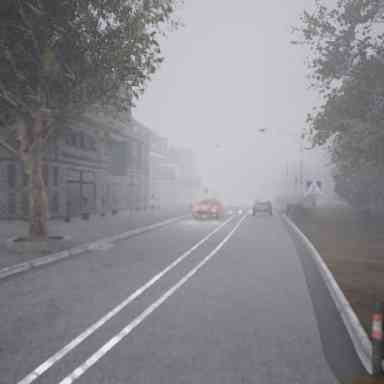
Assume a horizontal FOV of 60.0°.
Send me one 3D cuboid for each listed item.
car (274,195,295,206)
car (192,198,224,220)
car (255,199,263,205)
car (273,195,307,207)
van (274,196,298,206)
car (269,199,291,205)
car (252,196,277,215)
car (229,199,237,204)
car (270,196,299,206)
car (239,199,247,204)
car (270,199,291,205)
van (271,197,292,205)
[{"bbox_3d":[17.809,1.602,59.047,5.566,2.045,2.435,1,-2,-9],"label":"car"},{"bbox_3d":[1.449,1.328,28.156,2.097,1.767,4.553,0,0,13],"label":"car"},{"bbox_3d":[17.837,2.581,88.679,2.033,1.411,5.357,0,-1,10],"label":"car"},{"bbox_3d":[18.292,1.676,61.934,5.566,2.045,2.435,1,-1,-10],"label":"car"},{"bbox_3d":[20.035,1.929,70.700,4.442,1.987,1.878,1,-2,-10],"label":"van"},{"bbox_3d":[23.313,2.562,88.174,5.366,1.575,1.946,1,-1,-10],"label":"car"},{"bbox_3d":[7.114,1.473,33.514,2.128,1.511,4.902,0,0,12],"label":"car"},{"bbox_3d":[11.001,2.590,89.930,1.994,1.385,4.181,0,-1,10],"label":"car"},{"bbox_3d":[20.488,1.973,73.592,5.566,2.045,2.435,1,-1,-10],"label":"car"},{"bbox_3d":[13.758,2.567,89.441,1.812,1.442,4.674,0,-1,10],"label":"car"},{"bbox_3d":[22.620,2.527,85.235,4.792,1.488,2.163,1,-1,-10],"label":"car"},{"bbox_3d":[22.173,2.208,82.346,4.442,1.987,1.878,1,-1,-10],"label":"van"}]
